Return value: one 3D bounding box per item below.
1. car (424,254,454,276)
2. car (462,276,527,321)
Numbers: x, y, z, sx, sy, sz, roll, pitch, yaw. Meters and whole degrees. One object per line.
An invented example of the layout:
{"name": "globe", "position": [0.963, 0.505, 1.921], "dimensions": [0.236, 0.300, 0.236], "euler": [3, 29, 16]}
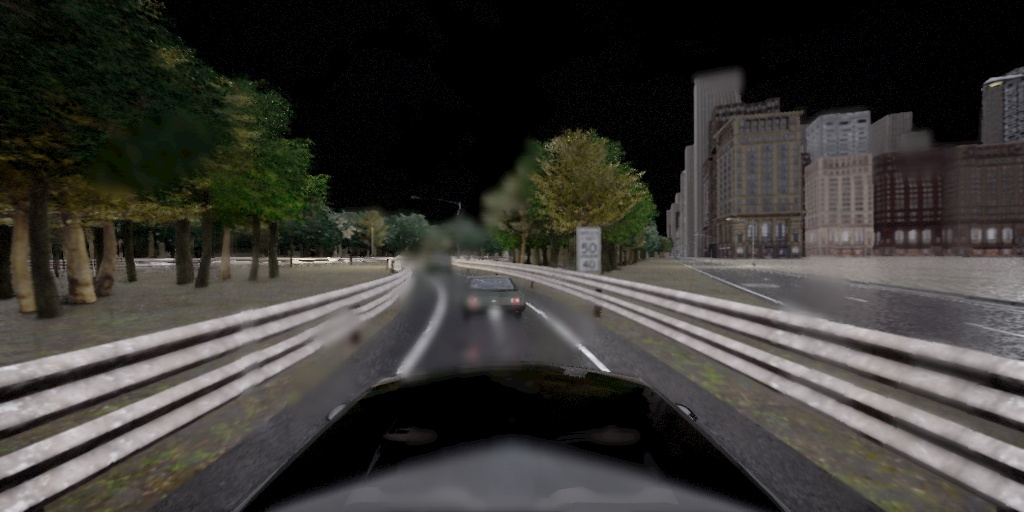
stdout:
{"name": "car", "position": [-7.359, 0.848, 36.012], "dimensions": [2.150, 2.045, 5.566], "euler": [0, 1, -23]}
{"name": "car", "position": [-0.785, 1.332, 12.512], "dimensions": [1.895, 1.301, 4.718], "euler": [0, 0, -8]}
